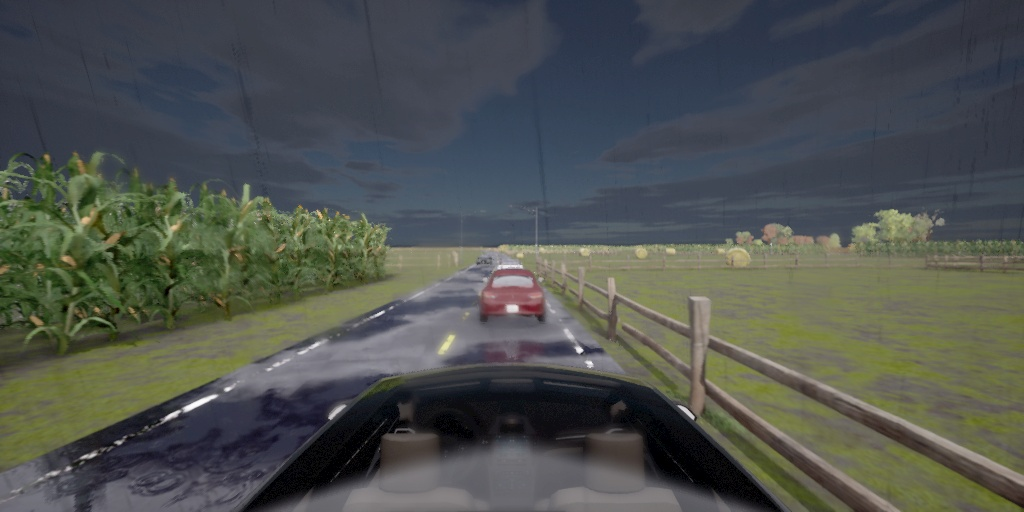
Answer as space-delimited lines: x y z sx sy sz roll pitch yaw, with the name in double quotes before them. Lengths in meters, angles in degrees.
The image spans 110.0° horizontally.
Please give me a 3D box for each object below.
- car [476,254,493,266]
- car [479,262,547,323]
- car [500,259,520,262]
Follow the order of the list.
"car" -3.453 0.485 45.171 1.994 1.385 4.181 0 1 -1
"car" 0.034 1.099 11.168 1.812 1.442 4.674 0 1 0
"car" -0.156 0.855 27.915 1.895 1.301 4.718 0 1 -1
